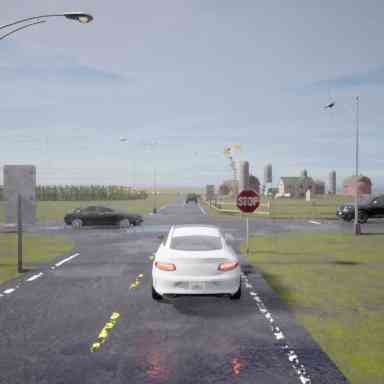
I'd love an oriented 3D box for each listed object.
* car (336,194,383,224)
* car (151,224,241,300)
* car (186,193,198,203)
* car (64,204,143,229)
[{"bbox_3d":[13.614,1.192,24.419,5.566,2.045,2.150,0,1,-2],"label":"car"},{"bbox_3d":[0.084,1.524,8.277,1.812,1.442,4.674,0,0,0],"label":"car"},{"bbox_3d":[-0.039,1.222,68.716,2.150,2.045,5.566,0,0,0],"label":"car"},{"bbox_3d":[-5.542,1.520,21.056,4.892,1.490,1.837,-1,1,0],"label":"car"}]
